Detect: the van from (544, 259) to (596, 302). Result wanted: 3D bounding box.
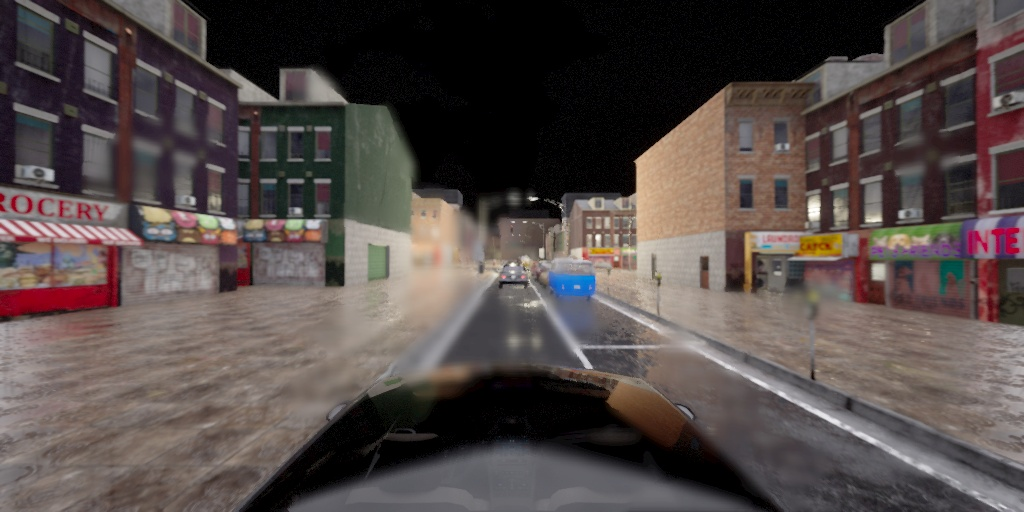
[{"bbox_3d":[2.628,1.034,16.371,1.690,1.789,3.998,0,0,0],"label":"van"}]

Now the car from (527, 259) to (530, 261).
[{"bbox_3d":[2.616,1.185,32.993,1.888,1.381,4.507,0,0,0],"label":"car"}]

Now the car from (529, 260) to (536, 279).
[{"bbox_3d":[2.620,1.096,27.452,1.967,1.591,4.097,0,0,0],"label":"car"}]

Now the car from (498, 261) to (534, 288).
[{"bbox_3d":[0.084,1.219,22.709,2.033,1.411,5.357,0,0,0],"label":"car"}]

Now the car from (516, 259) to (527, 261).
[{"bbox_3d":[0.078,1.204,33.025,1.994,1.385,4.181,0,0,0],"label":"car"}]

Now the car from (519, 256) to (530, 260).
[{"bbox_3d":[2.599,1.102,60.008,1.751,1.417,4.829,0,0,0],"label":"car"}]

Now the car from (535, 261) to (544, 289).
[{"bbox_3d":[2.624,1.200,22.082,1.751,1.417,4.829,0,0,0],"label":"car"}]

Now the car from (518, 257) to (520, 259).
[{"bbox_3d":[2.596,1.008,65.341,1.967,1.591,4.097,0,0,0],"label":"car"}]
